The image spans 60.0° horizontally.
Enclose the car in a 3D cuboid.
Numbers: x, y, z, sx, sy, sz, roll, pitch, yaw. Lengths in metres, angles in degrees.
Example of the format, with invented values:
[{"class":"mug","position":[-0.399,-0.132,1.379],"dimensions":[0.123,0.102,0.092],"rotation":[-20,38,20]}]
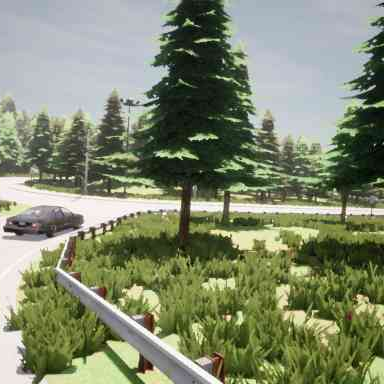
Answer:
[{"class":"car","position":[-7.393,1.410,17.288],"dimensions":[2.033,1.411,5.357],"rotation":[4,1,3]}]
